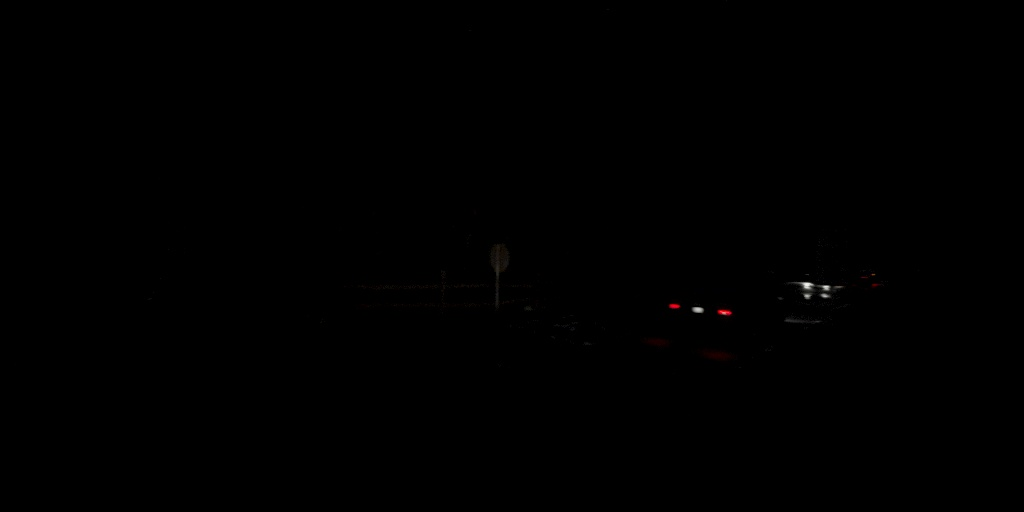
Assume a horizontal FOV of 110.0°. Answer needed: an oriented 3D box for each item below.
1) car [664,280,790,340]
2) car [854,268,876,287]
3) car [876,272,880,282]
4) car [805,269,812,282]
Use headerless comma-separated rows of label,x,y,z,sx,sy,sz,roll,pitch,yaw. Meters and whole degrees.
car,6.472,1.425,10.536,5.357,1.411,2.033,1,0,-42
car,29.851,1.918,31.212,4.181,1.385,1.994,1,0,-41
car,37.346,2.025,37.919,4.674,1.442,1.812,1,0,-41
car,30.978,1.865,35.951,4.892,1.490,1.837,1,0,-42
